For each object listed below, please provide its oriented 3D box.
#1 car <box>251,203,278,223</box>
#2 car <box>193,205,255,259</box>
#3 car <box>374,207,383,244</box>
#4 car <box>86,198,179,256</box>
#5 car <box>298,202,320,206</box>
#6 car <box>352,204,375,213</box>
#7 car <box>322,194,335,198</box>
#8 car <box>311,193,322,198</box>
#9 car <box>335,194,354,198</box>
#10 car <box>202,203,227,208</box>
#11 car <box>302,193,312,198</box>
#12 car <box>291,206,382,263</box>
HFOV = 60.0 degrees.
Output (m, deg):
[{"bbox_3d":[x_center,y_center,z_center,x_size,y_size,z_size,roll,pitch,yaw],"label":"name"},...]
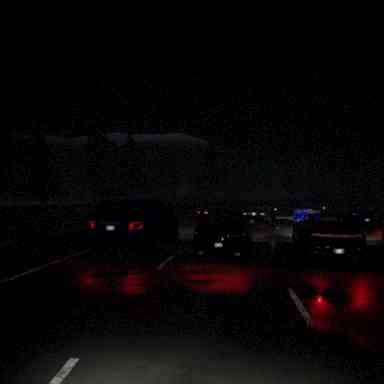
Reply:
[{"bbox_3d":[5.231,1.563,25.307,2.033,1.411,5.357,0,0,23],"label":"car"},{"bbox_3d":[1.311,1.485,12.692,1.882,1.535,5.008,0,0,11],"label":"car"},{"bbox_3d":[8.171,1.485,11.299,1.882,1.535,5.008,0,0,11],"label":"car"},{"bbox_3d":[-2.113,1.258,13.418,2.150,2.045,5.566,0,0,11],"label":"car"},{"bbox_3d":[8.452,1.485,23.937,1.882,1.535,5.008,0,0,23],"label":"car"},{"bbox_3d":[11.672,1.533,22.567,1.812,1.442,4.674,0,0,23],"label":"car"},{"bbox_3d":[32.885,1.323,76.027,4.553,1.767,2.097,0,0,-25],"label":"car"},{"bbox_3d":[31.403,1.492,79.198,4.674,1.442,1.812,0,0,-25],"label":"car"},{"bbox_3d":[34.285,1.563,72.819,4.718,1.301,1.895,0,0,-25],"label":"car"},{"bbox_3d":[2.010,1.563,26.678,2.033,1.411,5.357,0,0,23],"label":"car"},{"bbox_3d":[29.921,1.193,82.369,5.566,2.045,2.150,0,0,-25],"label":"car"},{"bbox_3d":[4.741,1.495,11.995,2.128,1.511,4.902,0,0,11],"label":"car"}]
